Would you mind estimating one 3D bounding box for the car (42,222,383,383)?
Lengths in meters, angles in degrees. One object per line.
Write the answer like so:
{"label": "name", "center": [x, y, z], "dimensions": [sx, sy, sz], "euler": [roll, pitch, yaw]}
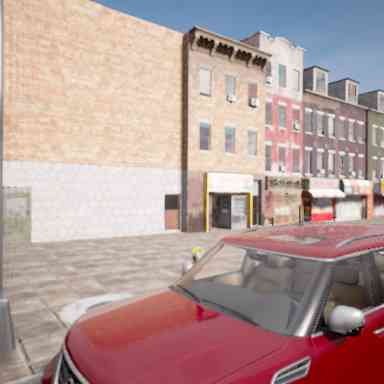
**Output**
{"label": "car", "center": [1.147, 1.342, 3.631], "dimensions": [5.009, 1.841, 2.192], "euler": [1, -1, -35]}
